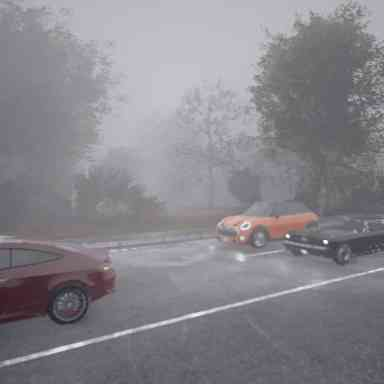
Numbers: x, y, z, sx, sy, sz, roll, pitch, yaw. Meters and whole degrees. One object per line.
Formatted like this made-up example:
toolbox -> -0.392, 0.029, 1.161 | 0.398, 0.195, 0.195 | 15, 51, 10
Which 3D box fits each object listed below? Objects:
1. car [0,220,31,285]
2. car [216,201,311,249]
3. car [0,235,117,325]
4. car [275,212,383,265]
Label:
car -> -6.311, 1.522, 7.932 | 4.181, 1.385, 1.994 | 0, 0, -35
car -> 3.241, 1.228, 14.116 | 4.553, 1.767, 2.097 | -1, 1, -30
car -> -3.602, 1.498, 5.559 | 4.674, 1.442, 1.812 | 0, 0, -35
car -> 5.328, 1.471, 11.274 | 4.718, 1.301, 1.895 | -1, 1, -30
